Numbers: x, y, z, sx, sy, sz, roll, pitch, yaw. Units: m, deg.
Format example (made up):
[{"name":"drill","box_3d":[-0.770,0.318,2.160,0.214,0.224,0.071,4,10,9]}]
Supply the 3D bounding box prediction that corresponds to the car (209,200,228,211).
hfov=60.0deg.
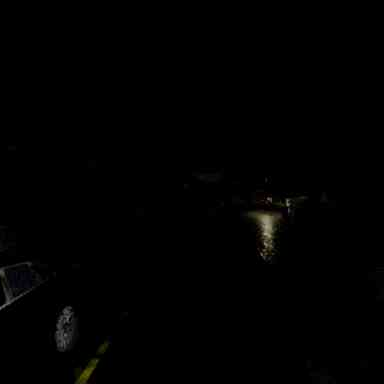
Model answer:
[{"name":"car","box_3d":[3.764,1.787,45.922,2.033,1.411,5.357,0,-1,16]}]

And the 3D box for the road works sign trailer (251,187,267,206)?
[{"name":"road works sign trailer","box_3d":[12.800,0.830,63.795,2.380,3.560,2.880,0,-1,24]}]

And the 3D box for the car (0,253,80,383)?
[{"name":"car","box_3d":[-2.712,1.496,3.307,2.128,1.511,4.902,0,0,2]}]
